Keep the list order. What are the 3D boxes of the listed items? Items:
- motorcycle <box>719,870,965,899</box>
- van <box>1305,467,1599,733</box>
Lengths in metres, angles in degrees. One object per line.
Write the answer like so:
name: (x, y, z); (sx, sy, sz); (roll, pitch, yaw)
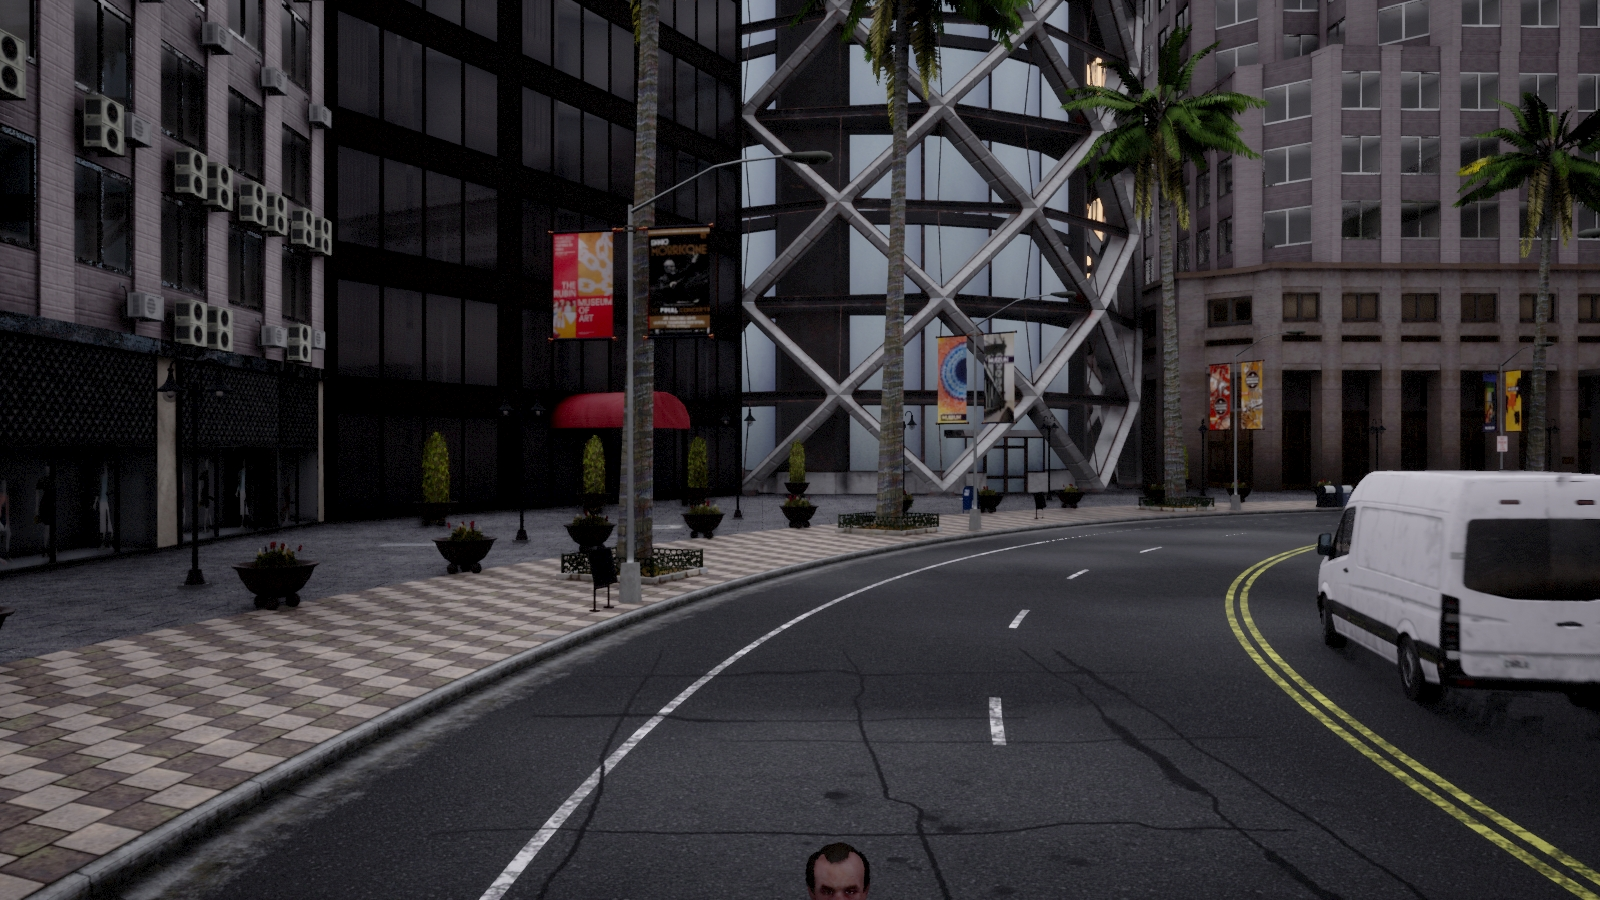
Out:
motorcycle: (0.124, 2.182, 3.338); (0.856, 1.236, 1.805); (0, 0, 2)
van: (8.110, 1.534, 14.330); (1.988, 2.561, 5.915); (0, 0, 11)
